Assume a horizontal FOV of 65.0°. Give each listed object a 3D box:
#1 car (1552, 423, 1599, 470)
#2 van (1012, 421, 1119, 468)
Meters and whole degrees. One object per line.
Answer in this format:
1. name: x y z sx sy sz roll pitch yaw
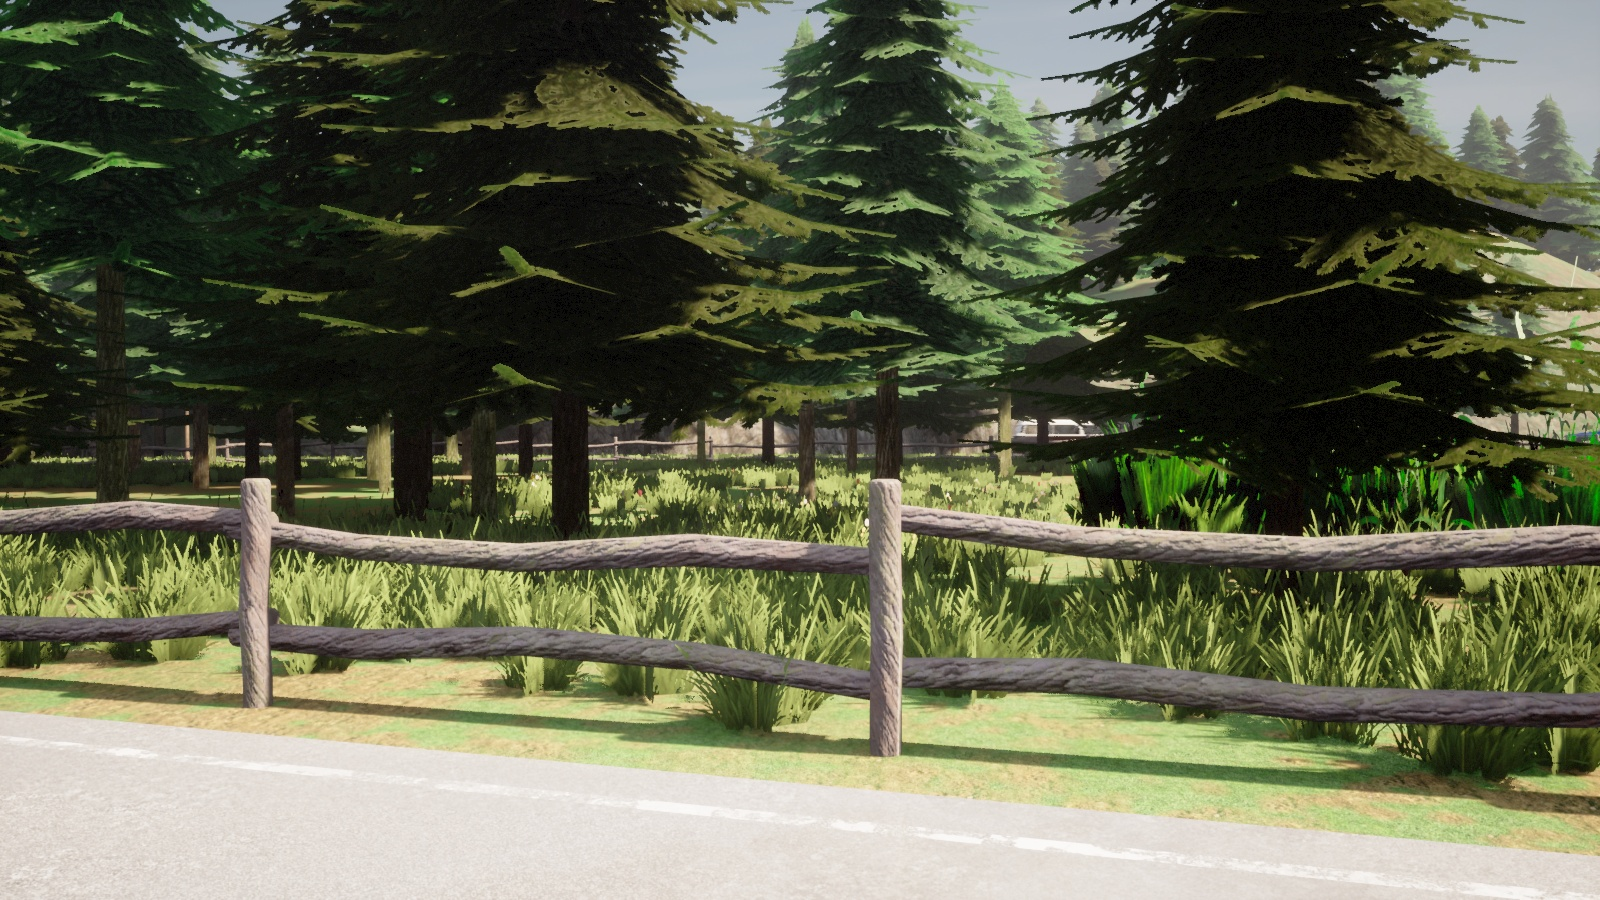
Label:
1. car: 36.589 -0.168 55.276 5.566 2.045 2.150 0 1 10
2. van: 11.771 -0.268 56.028 4.480 2.038 2.069 0 1 7
